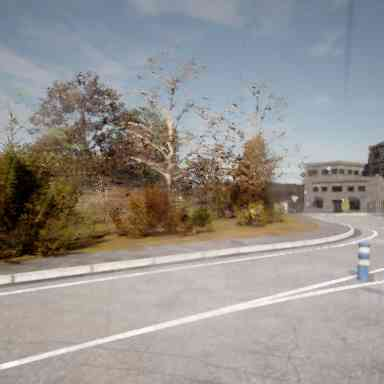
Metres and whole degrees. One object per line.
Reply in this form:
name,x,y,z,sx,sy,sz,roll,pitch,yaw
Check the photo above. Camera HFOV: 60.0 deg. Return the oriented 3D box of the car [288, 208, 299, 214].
car,23.296,4.636,78.764,2.002,1.452,4.674,4,-5,-27
